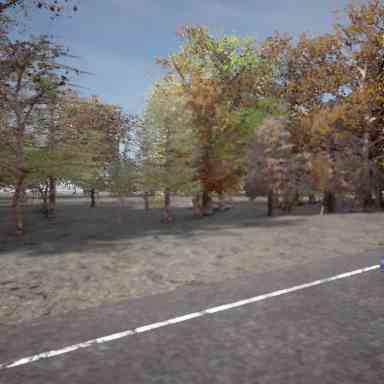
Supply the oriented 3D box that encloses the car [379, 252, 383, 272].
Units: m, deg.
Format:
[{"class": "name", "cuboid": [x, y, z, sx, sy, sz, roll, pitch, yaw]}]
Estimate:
[{"class": "car", "cuboid": [7.107, 1.529, 8.889, 5.357, 1.411, 2.033, 0, 0, -35]}]
